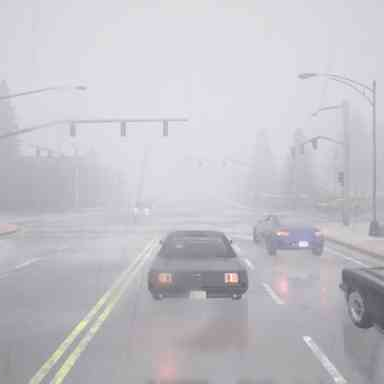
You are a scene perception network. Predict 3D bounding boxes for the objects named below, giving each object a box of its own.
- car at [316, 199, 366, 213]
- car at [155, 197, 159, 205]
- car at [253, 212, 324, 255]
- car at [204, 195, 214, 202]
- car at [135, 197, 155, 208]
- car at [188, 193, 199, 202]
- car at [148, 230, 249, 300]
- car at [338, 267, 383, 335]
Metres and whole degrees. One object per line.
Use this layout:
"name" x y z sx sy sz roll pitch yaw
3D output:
"car" 16.084 1.478 36.090 5.008 1.535 1.882 0 0 0
"car" -6.833 1.564 57.431 1.994 1.385 4.181 0 0 0
"car" 3.638 1.526 13.111 1.812 1.442 4.674 0 0 0
"car" 3.840 1.355 74.996 2.097 1.767 4.553 0 0 0
"car" -6.887 1.526 47.408 1.812 1.442 4.674 0 0 0
"car" 0.336 1.225 74.891 2.150 2.045 5.566 0 0 0
"car" 0.100 1.601 8.320 1.895 1.301 4.718 0 0 0
"car" 3.614 1.601 4.008 1.895 1.301 4.718 0 0 0
